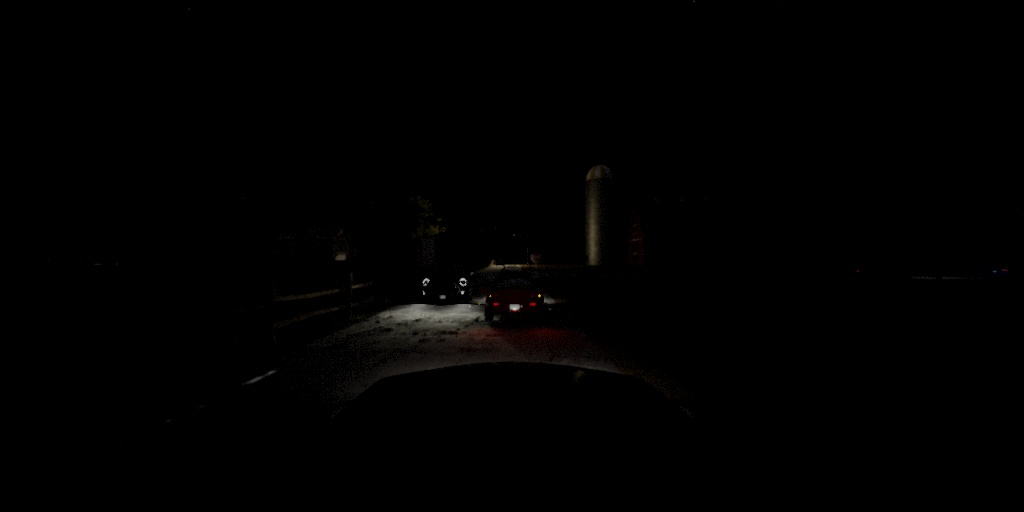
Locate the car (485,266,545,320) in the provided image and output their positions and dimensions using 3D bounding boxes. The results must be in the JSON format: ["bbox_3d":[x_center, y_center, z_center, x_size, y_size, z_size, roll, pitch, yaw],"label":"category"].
[{"bbox_3d":[0.090,1.261,12.432,1.812,1.442,4.674,0,0,0],"label":"car"}]

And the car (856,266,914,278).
[{"bbox_3d":[40.861,1.757,39.319,4.718,1.301,1.895,0,0,0],"label":"car"}]

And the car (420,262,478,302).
[{"bbox_3d":[-2.821,1.086,16.890,2.097,1.767,4.553,0,0,0],"label":"car"}]

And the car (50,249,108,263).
[{"bbox_3d":[-47.210,0.012,39.106,4.892,1.490,1.837,1,0,0],"label":"car"}]

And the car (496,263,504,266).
[{"bbox_3d":[0.085,1.339,24.907,1.895,1.301,4.718,0,0,1],"label":"car"}]
